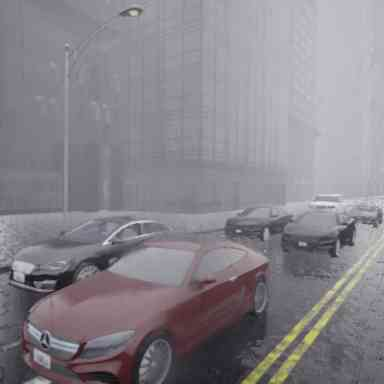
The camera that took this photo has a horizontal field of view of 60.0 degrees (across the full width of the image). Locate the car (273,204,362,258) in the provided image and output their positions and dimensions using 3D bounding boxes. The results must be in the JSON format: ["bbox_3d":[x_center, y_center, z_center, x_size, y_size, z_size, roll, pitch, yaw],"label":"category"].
[{"bbox_3d":[5.098,1.455,13.050,1.882,1.535,5.008,1,0,35],"label":"car"}]

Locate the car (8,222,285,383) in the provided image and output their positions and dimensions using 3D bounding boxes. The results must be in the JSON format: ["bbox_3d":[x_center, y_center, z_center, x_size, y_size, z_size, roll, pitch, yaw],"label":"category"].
[{"bbox_3d":[-0.234,1.484,5.380,1.812,1.442,4.674,1,0,35],"label":"car"}]

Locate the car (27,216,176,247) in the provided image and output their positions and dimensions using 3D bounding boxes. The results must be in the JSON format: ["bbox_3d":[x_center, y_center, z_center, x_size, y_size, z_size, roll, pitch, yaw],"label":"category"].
[{"bbox_3d":[-1.992,1.407,8.538,2.128,1.511,4.902,1,0,35],"label":"car"}]

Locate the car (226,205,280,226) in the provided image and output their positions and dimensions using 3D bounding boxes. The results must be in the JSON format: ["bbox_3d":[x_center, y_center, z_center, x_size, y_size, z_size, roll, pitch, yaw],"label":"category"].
[{"bbox_3d":[3.422,1.412,16.332,1.882,1.535,5.008,1,0,35],"label":"car"}]

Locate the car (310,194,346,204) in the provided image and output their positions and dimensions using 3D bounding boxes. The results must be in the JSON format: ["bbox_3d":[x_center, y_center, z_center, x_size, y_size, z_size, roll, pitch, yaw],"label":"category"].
[{"bbox_3d":[11.396,1.187,27.782,2.150,2.045,5.566,1,0,35],"label":"car"}]

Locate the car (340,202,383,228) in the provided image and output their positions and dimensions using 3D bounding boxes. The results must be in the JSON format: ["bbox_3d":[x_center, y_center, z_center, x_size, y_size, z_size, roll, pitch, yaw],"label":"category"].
[{"bbox_3d":[11.991,1.549,22.966,2.033,1.411,5.357,1,0,35],"label":"car"}]
